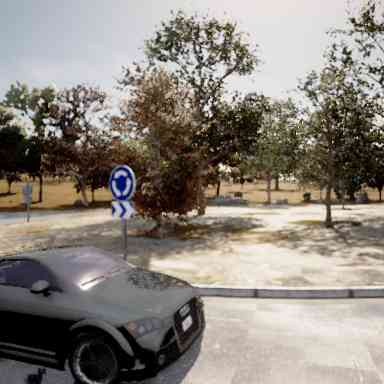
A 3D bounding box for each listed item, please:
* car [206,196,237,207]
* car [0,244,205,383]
[{"bbox_3d":[3.778,1.216,43.577,4.181,1.385,1.994,-1,0,2],"label":"car"},{"bbox_3d":[-1.934,1.555,5.059,4.181,1.385,1.994,-1,1,21],"label":"car"}]
